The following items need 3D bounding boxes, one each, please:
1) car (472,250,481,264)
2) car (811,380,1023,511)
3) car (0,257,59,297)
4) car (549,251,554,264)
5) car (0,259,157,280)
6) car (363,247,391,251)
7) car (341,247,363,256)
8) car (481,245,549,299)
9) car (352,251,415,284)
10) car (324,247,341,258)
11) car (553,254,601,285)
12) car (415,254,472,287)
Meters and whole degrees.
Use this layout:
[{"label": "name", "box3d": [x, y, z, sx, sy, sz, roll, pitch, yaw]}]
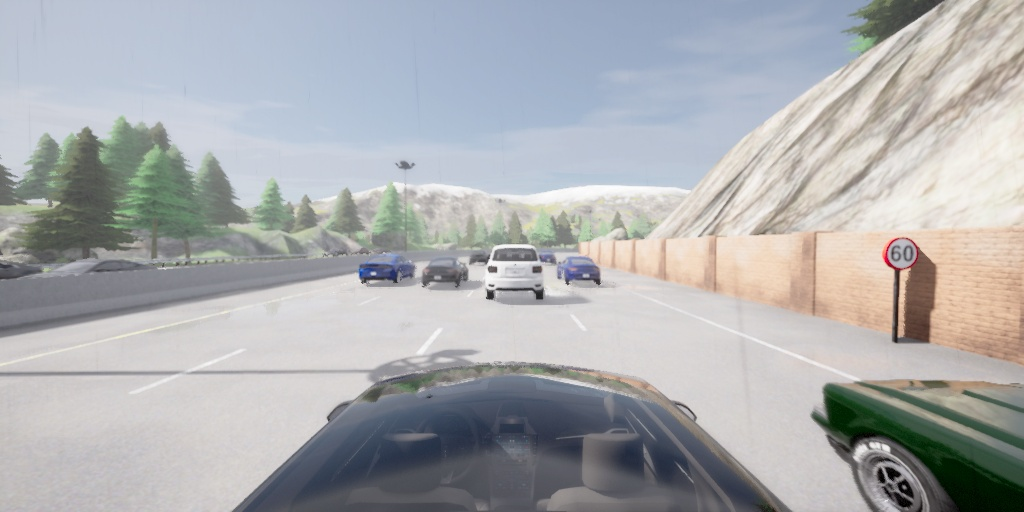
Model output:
[{"label": "car", "box3d": [-3.371, 0.148, 37.857, 1.837, 1.490, 4.892, 0, 2, 0]}, {"label": "car", "box3d": [3.600, 1.372, 1.019, 1.895, 1.301, 4.718, 0, 2, 0]}, {"label": "car", "box3d": [-21.096, 0.884, 13.389, 2.128, 1.511, 4.902, 0, 2, 0]}, {"label": "car", "box3d": [3.628, 0.169, 37.861, 1.812, 1.442, 4.674, 0, 2, 0]}, {"label": "car", "box3d": [-17.595, 0.865, 15.106, 1.812, 1.442, 4.674, 0, 2, 0]}, {"label": "car", "box3d": [-19.807, -0.678, 53.807, 1.994, 1.385, 4.181, 0, 2, 10]}, {"label": "car", "box3d": [-23.257, -0.685, 54.395, 1.812, 1.442, 4.674, 0, 2, 10]}, {"label": "car", "box3d": [0.105, 0.561, 15.088, 2.150, 2.045, 5.566, 0, 2, 0]}, {"label": "car", "box3d": [-6.893, 0.658, 20.312, 1.882, 1.535, 5.008, 0, 2, 0]}, {"label": "car", "box3d": [-26.707, -0.638, 54.986, 2.128, 1.511, 4.902, 0, 2, 10]}, {"label": "car", "box3d": [3.592, 0.725, 19.693, 1.812, 1.442, 4.674, 0, 2, 0]}, {"label": "car", "box3d": [-3.408, 0.755, 18.712, 1.812, 1.442, 4.674, 0, 2, 0]}]
